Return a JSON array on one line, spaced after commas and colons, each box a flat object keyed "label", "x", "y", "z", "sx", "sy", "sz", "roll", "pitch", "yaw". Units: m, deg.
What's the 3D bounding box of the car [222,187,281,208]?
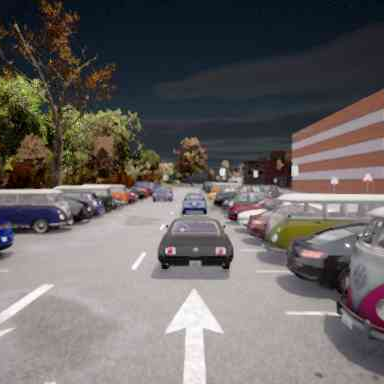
[{"label": "car", "x": 4.491, "y": 0.759, "z": 21.450, "sx": 4.553, "sy": 1.767, "sz": 2.185, "roll": 0, "pitch": 2, "yaw": 0}]

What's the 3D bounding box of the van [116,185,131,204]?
[{"label": "van", "x": -8.119, "y": 0.344, "z": 29.919, "sx": 4.442, "sy": 1.987, "sz": 1.878, "roll": 0, "pitch": 2, "yaw": 0}]

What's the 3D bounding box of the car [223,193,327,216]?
[{"label": "car", "x": 4.513, "y": 0.989, "z": 18.631, "sx": 5.008, "sy": 1.535, "sz": 2.097, "roll": 0, "pitch": 2, "yaw": 0}]

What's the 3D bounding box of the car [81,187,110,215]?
[{"label": "car", "x": -8.018, "y": 0.764, "z": 21.331, "sx": 4.553, "sy": 1.767, "sz": 2.185, "roll": 0, "pitch": 2, "yaw": 0}]

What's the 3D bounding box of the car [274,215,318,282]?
[{"label": "car", "x": 4.448, "y": 1.374, "z": 7.313, "sx": 4.674, "sy": 1.452, "sz": 2.002, "roll": 0, "pitch": 1, "yaw": 0}]

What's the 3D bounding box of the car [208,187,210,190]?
[{"label": "car", "x": 4.380, "y": 0.566, "z": 29.926, "sx": 5.366, "sy": 1.575, "sz": 1.946, "roll": 0, "pitch": 2, "yaw": 0}]

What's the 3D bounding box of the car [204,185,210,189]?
[{"label": "car", "x": 4.422, "y": 0.251, "z": 38.398, "sx": 5.366, "sy": 1.575, "sz": 1.946, "roll": 0, "pitch": 2, "yaw": 0}]

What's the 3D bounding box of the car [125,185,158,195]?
[{"label": "car", "x": -7.886, "y": -0.269, "z": 52.499, "sx": 4.892, "sy": 1.521, "sz": 2.231, "roll": 0, "pitch": 2, "yaw": 0}]

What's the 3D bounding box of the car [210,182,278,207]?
[{"label": "car", "x": 4.522, "y": 0.423, "z": 27.093, "sx": 5.566, "sy": 2.045, "sz": 2.435, "roll": 0, "pitch": 2, "yaw": 0}]

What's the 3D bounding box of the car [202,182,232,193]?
[{"label": "car", "x": 4.764, "y": -0.952, "z": 63.801, "sx": 5.566, "sy": 2.045, "sz": 2.435, "roll": 0, "pitch": 2, "yaw": 0}]

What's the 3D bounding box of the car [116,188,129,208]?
[{"label": "car", "x": -8.025, "y": 0.676, "z": 27.104, "sx": 4.892, "sy": 1.521, "sz": 2.231, "roll": 0, "pitch": 2, "yaw": 0}]

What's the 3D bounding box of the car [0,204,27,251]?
[{"label": "car", "x": -8.105, "y": 1.277, "z": 10.038, "sx": 5.008, "sy": 1.535, "sz": 2.097, "roll": 0, "pitch": 1, "yaw": 0}]

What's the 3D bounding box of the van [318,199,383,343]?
[{"label": "van", "x": 4.320, "y": 1.164, "z": 4.483, "sx": 4.442, "sy": 1.987, "sz": 1.878, "roll": 0, "pitch": 1, "yaw": 0}]

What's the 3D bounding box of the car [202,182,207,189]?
[{"label": "car", "x": 4.713, "y": -0.484, "z": 58.162, "sx": 5.008, "sy": 1.535, "sz": 2.097, "roll": 0, "pitch": 2, "yaw": 0}]

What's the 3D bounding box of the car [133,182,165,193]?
[{"label": "car", "x": -7.824, "y": -0.837, "z": 60.830, "sx": 5.566, "sy": 2.045, "sz": 2.435, "roll": 0, "pitch": 2, "yaw": 0}]

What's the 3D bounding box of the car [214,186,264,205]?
[{"label": "car", "x": 4.548, "y": 0.339, "z": 32.745, "sx": 4.553, "sy": 1.767, "sz": 2.185, "roll": 0, "pitch": 2, "yaw": 0}]

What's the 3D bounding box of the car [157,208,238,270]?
[{"label": "car", "x": 0.113, "y": 1.392, "z": 10.245, "sx": 1.895, "sy": 1.301, "sz": 4.718, "roll": 0, "pitch": 1, "yaw": 1}]

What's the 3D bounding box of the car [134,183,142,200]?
[{"label": "car", "x": -8.006, "y": 0.239, "z": 35.439, "sx": 4.553, "sy": 1.767, "sz": 2.185, "roll": 0, "pitch": 2, "yaw": 0}]

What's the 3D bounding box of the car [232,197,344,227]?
[{"label": "car", "x": 4.496, "y": 1.135, "z": 15.809, "sx": 4.674, "sy": 1.452, "sz": 2.002, "roll": 0, "pitch": 2, "yaw": 0}]

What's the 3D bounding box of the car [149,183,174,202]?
[{"label": "car", "x": -3.160, "y": 0.174, "z": 37.119, "sx": 2.097, "sy": 1.767, "sz": 4.553, "roll": 0, "pitch": 2, "yaw": 0}]

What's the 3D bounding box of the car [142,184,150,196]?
[{"label": "car", "x": -7.952, "y": 0.155, "z": 41.087, "sx": 5.008, "sy": 1.535, "sz": 2.097, "roll": 0, "pitch": 2, "yaw": 0}]

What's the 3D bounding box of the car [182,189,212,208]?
[{"label": "car", "x": 0.194, "y": 0.797, "z": 25.622, "sx": 2.033, "sy": 1.411, "sz": 5.357, "roll": 0, "pitch": 2, "yaw": 1}]

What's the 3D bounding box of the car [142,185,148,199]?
[{"label": "car", "x": -7.956, "y": 0.260, "z": 38.265, "sx": 5.008, "sy": 1.535, "sz": 2.097, "roll": 0, "pitch": 2, "yaw": 0}]

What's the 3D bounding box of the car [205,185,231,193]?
[{"label": "car", "x": 4.724, "y": -0.552, "z": 60.989, "sx": 4.674, "sy": 1.452, "sz": 2.002, "roll": 0, "pitch": 2, "yaw": 0}]

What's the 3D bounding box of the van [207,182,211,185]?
[{"label": "van", "x": 4.519, "y": -0.182, "z": 44.036, "sx": 4.442, "sy": 1.987, "sz": 1.878, "roll": 0, "pitch": 2, "yaw": 0}]

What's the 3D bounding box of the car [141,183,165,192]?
[{"label": "car", "x": -7.760, "y": -0.942, "z": 66.610, "sx": 4.553, "sy": 1.767, "sz": 2.185, "roll": 0, "pitch": 1, "yaw": 0}]

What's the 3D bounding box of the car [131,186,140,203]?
[{"label": "car", "x": -7.995, "y": 0.469, "z": 32.622, "sx": 5.008, "sy": 1.535, "sz": 2.097, "roll": 0, "pitch": 2, "yaw": 0}]

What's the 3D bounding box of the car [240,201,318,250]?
[{"label": "car", "x": 4.477, "y": 1.235, "z": 12.976, "sx": 4.674, "sy": 1.452, "sz": 2.002, "roll": 0, "pitch": 2, "yaw": 0}]

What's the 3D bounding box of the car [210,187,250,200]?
[{"label": "car", "x": 4.624, "y": 0.189, "z": 41.222, "sx": 4.674, "sy": 1.452, "sz": 2.002, "roll": 0, "pitch": 2, "yaw": 0}]

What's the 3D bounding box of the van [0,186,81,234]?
[{"label": "van", "x": -7.960, "y": 0.869, "z": 15.807, "sx": 4.442, "sy": 1.987, "sz": 1.878, "roll": 0, "pitch": 2, "yaw": 0}]

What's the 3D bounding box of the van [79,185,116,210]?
[{"label": "van", "x": -8.151, "y": 0.554, "z": 24.273, "sx": 4.442, "sy": 1.987, "sz": 1.878, "roll": 0, "pitch": 2, "yaw": 0}]

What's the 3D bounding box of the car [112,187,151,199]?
[{"label": "car", "x": -7.962, "y": 0.075, "z": 44.034, "sx": 4.792, "sy": 1.488, "sz": 2.163, "roll": 0, "pitch": 2, "yaw": 0}]

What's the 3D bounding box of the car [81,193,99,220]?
[{"label": "car", "x": -8.096, "y": 1.019, "z": 18.642, "sx": 4.792, "sy": 1.488, "sz": 2.163, "roll": 0, "pitch": 2, "yaw": 0}]

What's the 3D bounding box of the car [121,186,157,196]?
[{"label": "car", "x": -7.899, "y": -0.165, "z": 49.676, "sx": 5.008, "sy": 1.535, "sz": 2.097, "roll": 0, "pitch": 2, "yaw": 0}]
